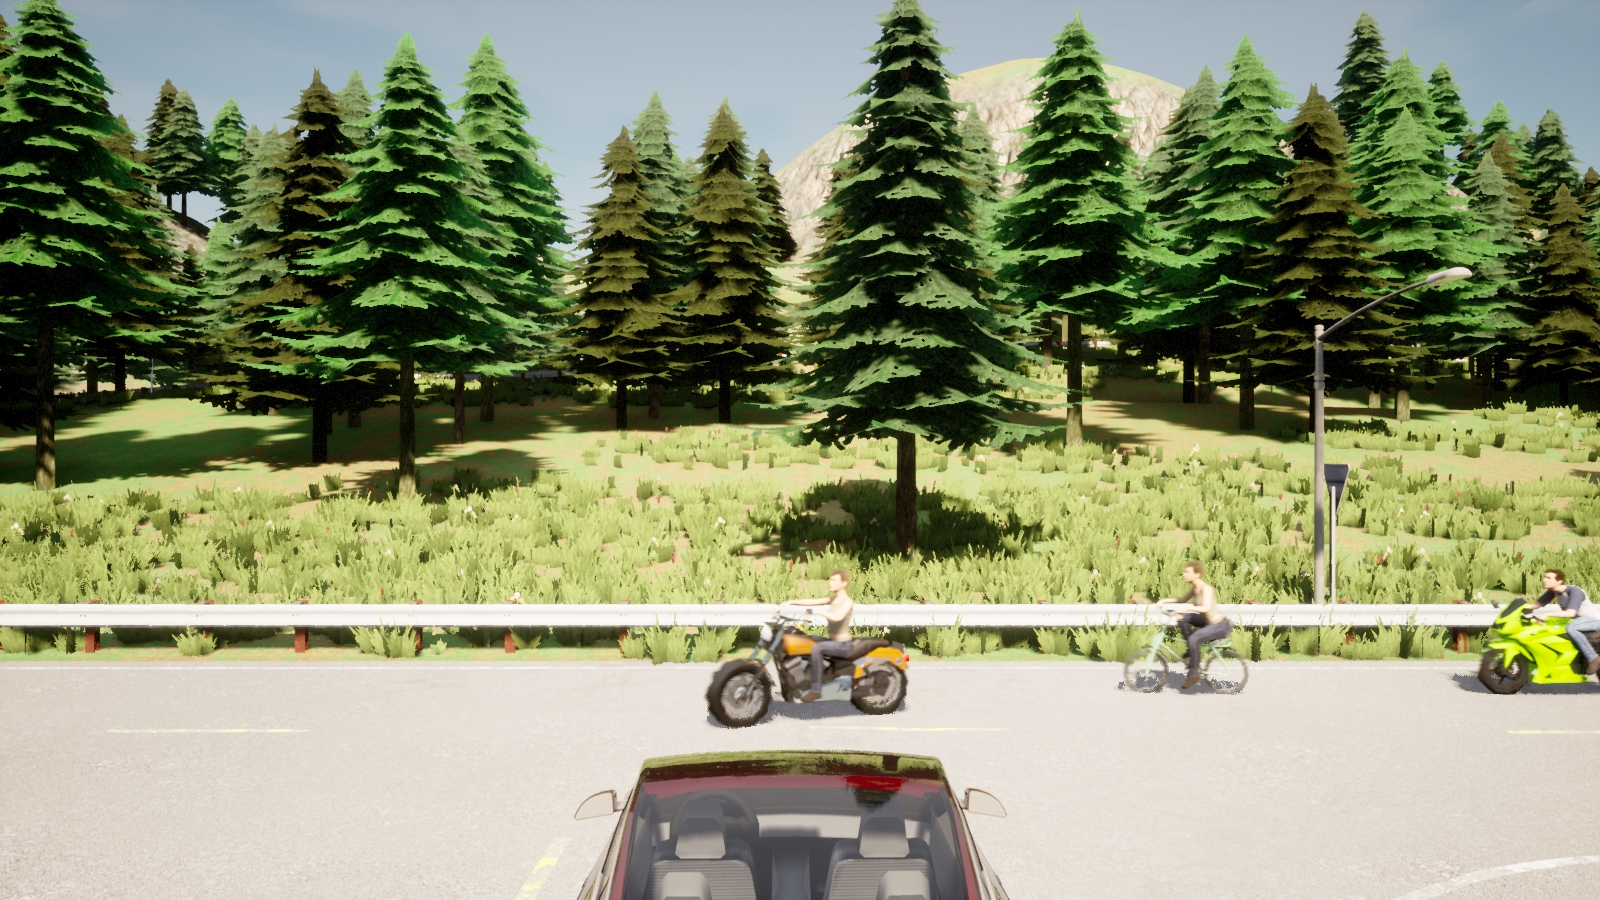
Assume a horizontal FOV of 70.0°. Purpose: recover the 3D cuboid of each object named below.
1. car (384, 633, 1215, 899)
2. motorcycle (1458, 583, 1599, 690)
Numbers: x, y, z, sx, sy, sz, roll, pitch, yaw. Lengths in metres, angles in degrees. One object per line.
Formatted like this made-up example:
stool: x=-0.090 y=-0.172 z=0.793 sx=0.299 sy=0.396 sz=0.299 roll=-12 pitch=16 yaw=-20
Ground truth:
car: x=-0.034 y=1.936 z=5.154 sx=2.163 sy=1.488 sz=4.792 roll=0 pitch=-1 yaw=-1
motorcycle: x=9.107 y=2.213 z=13.643 sx=2.033 sy=1.145 sz=0.803 roll=0 pitch=0 yaw=0
